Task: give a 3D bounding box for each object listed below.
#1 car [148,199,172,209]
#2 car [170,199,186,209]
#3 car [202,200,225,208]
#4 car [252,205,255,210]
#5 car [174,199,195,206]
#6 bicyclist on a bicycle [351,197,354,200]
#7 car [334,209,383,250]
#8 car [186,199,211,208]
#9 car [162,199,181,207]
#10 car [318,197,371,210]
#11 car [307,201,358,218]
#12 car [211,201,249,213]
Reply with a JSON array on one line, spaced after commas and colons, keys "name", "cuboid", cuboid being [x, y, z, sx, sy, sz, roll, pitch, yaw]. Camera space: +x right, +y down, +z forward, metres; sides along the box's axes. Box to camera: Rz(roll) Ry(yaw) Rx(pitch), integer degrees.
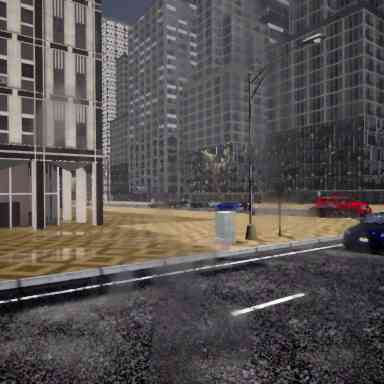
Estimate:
[{"name": "car", "cuboid": [-6.288, 2.482, 61.348, 1.895, 1.301, 4.718, -1, -1, -35]}, {"name": "car", "cuboid": [-3.654, 2.396, 63.251, 1.837, 1.490, 4.892, -1, -1, -35]}, {"name": "car", "cuboid": [4.040, 2.311, 63.634, 1.895, 1.301, 4.718, -1, -1, -35]}, {"name": "car", "cuboid": [6.884, 2.048, 48.212, 1.837, 1.490, 4.892, -1, 0, -35]}, {"name": "car", "cuboid": [-1.726, 2.224, 71.769, 2.128, 1.511, 4.902, -1, -1, -35]}, {"name": "bicyclist on a bicycle", "cuboid": [21.996, 1.578, 45.642, 1.656, 1.620, 0.582, -1, 0, -35]}, {"name": "car", "cuboid": [7.901, 1.562, 13.333, 4.181, 1.385, 1.994, 0, 0, -35]}, {"name": "car", "cuboid": [1.304, 2.305, 61.971, 1.994, 1.385, 4.181, -1, -1, -35]}, {"name": "car", "cuboid": [-4.378, 2.252, 69.890, 1.812, 1.442, 4.674, -1, -1, -35]}, {"name": "car", "cuboid": [15.956, 1.519, 35.393, 2.150, 2.045, 5.566, -1, -1, -35]}, {"name": "car", "cuboid": [13.627, 1.880, 33.063, 1.994, 1.385, 4.181, -1, -1, -35]}, {"name": "car", "cuboid": [5.073, 2.075, 45.142, 1.812, 1.442, 4.674, -1, -1, -35]}]
